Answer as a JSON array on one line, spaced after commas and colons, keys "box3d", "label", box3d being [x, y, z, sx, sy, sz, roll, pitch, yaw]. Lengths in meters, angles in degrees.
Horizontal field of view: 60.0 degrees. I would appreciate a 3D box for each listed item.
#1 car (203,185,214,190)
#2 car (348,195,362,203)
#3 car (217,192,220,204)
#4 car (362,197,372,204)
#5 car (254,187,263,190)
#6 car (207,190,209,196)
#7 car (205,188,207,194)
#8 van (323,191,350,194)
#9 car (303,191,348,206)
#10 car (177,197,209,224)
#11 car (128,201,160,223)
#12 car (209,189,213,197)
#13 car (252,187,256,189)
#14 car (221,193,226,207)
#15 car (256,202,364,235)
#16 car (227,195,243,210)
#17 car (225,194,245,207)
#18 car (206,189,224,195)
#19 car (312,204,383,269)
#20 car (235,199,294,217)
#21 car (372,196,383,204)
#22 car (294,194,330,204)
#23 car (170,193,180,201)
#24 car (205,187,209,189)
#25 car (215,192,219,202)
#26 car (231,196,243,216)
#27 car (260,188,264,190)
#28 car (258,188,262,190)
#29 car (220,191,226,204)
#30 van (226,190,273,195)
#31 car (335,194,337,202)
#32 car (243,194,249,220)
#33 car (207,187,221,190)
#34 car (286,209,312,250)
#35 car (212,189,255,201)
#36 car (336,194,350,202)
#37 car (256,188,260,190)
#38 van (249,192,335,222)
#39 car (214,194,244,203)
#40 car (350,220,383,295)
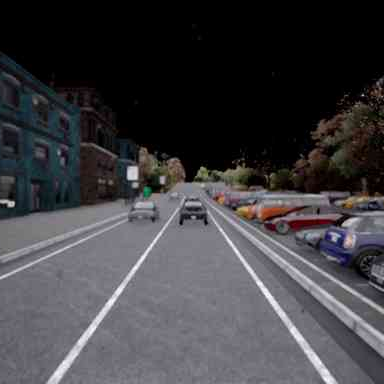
[{"box3d": [6.480, -0.166, 90.103, 5.566, 2.045, 2.435, 0, 3, 0], "label": "car"}, {"box3d": [19.336, 1.279, 34.401, 4.892, 1.521, 2.231, 0, 0, 0], "label": "car"}, {"box3d": [6.475, 1.183, 45.550, 5.366, 1.575, 1.946, 0, 0, 0], "label": "car"}, {"box3d": [19.348, 1.330, 31.618, 4.792, 1.488, 2.163, 0, 0, 0], "label": "car"}, {"box3d": [19.707, 0.215, 87.339, 5.366, 1.575, 1.946, 0, 3, 0], "label": "car"}, {"box3d": [6.420, 0.774, 73.404, 4.792, 1.488, 2.163, 0, 2, 0], "label": "car"}, {"box3d": [6.402, 0.376, 84.555, 4.792, 1.488, 2.163, 0, 2, 0], "label": "car"}, {"box3d": [19.253, 0.959, 45.539, 4.442, 1.987, 1.878, 0, 0, 0], "label": "van"}, {"box3d": [19.352, 0.910, 48.323, 5.566, 2.045, 2.435, 0, 0, 0], "label": "car"}, {"box3d": [0.098, 1.350, 23.551, 1.837, 1.490, 4.892, 0, 0, 0], "label": "car"}, {"box3d": [-3.352, 1.368, 23.934, 1.812, 1.442, 4.674, 0, 0, 0], "label": "car"}, {"box3d": [6.402, 0.767, 67.834, 4.553, 1.767, 2.185, 0, 1, 0], "label": "car"}, {"box3d": [19.717, 0.078, 90.131, 5.366, 1.575, 1.946, 0, 3, 0], "label": "car"}, {"box3d": [6.276, 1.234, 39.985, 4.892, 1.521, 2.231, 0, 0, 0], "label": "car"}, {"box3d": [6.160, 1.436, 17.718, 4.792, 1.488, 2.163, 0, 0, 0], "label": "car"}, {"box3d": [6.234, 1.301, 31.635, 5.008, 1.535, 2.097, 0, 0, 0], "label": "car"}, {"box3d": [6.255, 1.278, 34.418, 5.008, 1.535, 2.097, 0, 0, 0], "label": "car"}, {"box3d": [6.456, -0.061, 92.906, 5.008, 1.535, 2.097, 0, 3, 0], "label": "car"}, {"box3d": [6.127, 1.338, 9.368, 4.553, 1.767, 2.185, 0, 0, 0], "label": "car"}, {"box3d": [6.232, 1.363, 28.851, 4.674, 1.452, 2.002, 0, 0, 0], "label": "car"}, {"box3d": [19.281, 1.072, 28.828, 5.566, 2.045, 2.435, 0, 0, 0], "label": "car"}, {"box3d": [19.395, 1.113, 54.018, 5.008, 1.535, 2.097, 0, 1, 0], "label": "car"}, {"box3d": [-3.390, 0.916, 65.597, 1.812, 1.442, 4.674, 0, 1, 0], "label": "car"}, {"box3d": [6.435, 0.222, 87.330, 4.892, 1.521, 2.231, 0, 3, 0], "label": "car"}, {"box3d": [6.295, 1.162, 48.334, 5.008, 1.535, 2.097, 0, 0, 0], "label": "car"}, {"box3d": [6.034, 1.341, 26.069, 5.366, 1.575, 1.946, 0, 0, 0], "label": "car"}, {"box3d": [19.486, 0.555, 79.110, 5.008, 1.535, 2.097, 0, 2, 0], "label": "car"}, {"box3d": [19.497, 0.450, 81.898, 5.008, 1.535, 2.097, 0, 2, 0], "label": "car"}, {"box3d": [6.249, 1.083, 42.892, 4.553, 1.767, 2.185, 0, 0, 0], "label": "car"}, {"box3d": [6.376, 1.030, 37.199, 4.442, 1.987, 1.878, 0, 0, 0], "label": "van"}, {"box3d": [19.352, 1.272, 39.971, 4.674, 1.452, 2.002, 0, 0, 0], "label": "car"}, {"box3d": [6.178, 1.240, 23.284, 4.553, 1.767, 2.185, 0, 0, 0], "label": "car"}, {"box3d": [6.380, 0.437, 78.971, 4.553, 1.767, 2.185, 0, 2, 0], "label": "car"}, {"box3d": [6.171, 1.485, 12.152, 4.674, 1.452, 2.002, 0, 0, 0], "label": "car"}, {"box3d": [6.338, 0.887, 51.115, 5.566, 2.045, 2.435, 0, 0, 0], "label": "car"}, {"box3d": [19.345, 1.255, 37.186, 5.008, 1.535, 2.097, 0, 0, 0], "label": "car"}, {"box3d": [19.483, 0.367, 84.688, 4.792, 1.488, 2.163, 0, 3, 0], "label": "car"}, {"box3d": [6.082, 1.160, 20.563, 4.442, 1.987, 1.878, 0, 0, 0], "label": "van"}, {"box3d": [6.301, 1.116, 56.686, 4.792, 1.488, 2.163, 0, 1, 0], "label": "car"}, {"box3d": [6.155, 1.482, 6.585, 4.892, 1.521, 2.231, 0, 0, 0], "label": "car"}]
